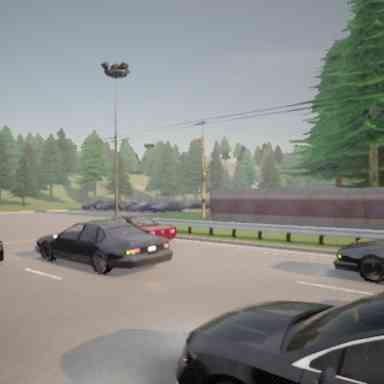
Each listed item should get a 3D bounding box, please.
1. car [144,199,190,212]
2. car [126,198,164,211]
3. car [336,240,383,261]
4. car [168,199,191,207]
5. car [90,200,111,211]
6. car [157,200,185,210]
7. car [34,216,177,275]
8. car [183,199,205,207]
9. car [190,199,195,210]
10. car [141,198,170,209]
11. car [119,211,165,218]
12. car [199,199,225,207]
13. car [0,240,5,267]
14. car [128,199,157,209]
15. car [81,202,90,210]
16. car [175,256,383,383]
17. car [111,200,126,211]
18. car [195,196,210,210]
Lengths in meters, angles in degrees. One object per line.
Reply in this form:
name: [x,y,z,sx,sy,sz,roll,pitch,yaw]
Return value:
car: [-3.048,1.900,41.676,2.033,1.411,5.357,-1,-1,39]
car: [-5.932,1.911,43.652,1.812,1.442,4.674,-1,-1,39]
car: [6.360,1.573,7.947,5.357,1.411,2.033,-1,-1,38]
car: [-2.378,2.134,64.755,1.895,1.301,4.718,-1,-1,39]
car: [-11.526,1.945,47.887,2.128,1.511,4.902,-1,-1,39]
car: [-3.280,2.005,52.550,1.994,1.385,4.181,-1,-1,39]
car: [-3.070,1.654,10.892,5.357,1.411,2.033,-1,-1,39]
car: [0.350,2.063,62.592,1.994,1.385,4.181,-1,-1,39]
car: [0.063,1.956,51.130,2.033,1.411,5.357,-1,-1,39]
car: [-5.961,1.827,54.801,2.097,1.767,4.553,-1,-1,39]
car: [-3.024,1.742,15.343,4.718,1.301,1.895,-1,-1,39]
car: [3.663,2.014,61.141,2.033,1.411,5.357,-1,-1,39]
car: [-7.318,1.615,9.816,4.902,1.511,2.128,-1,-1,39]
car: [-8.452,2.015,57.278,1.837,1.490,4.892,-1,-1,39]
car: [-14.335,1.992,49.977,1.837,1.490,4.892,-1,-1,39]
car: [2.040,1.512,2.438,4.892,1.490,1.837,-1,-1,38]
car: [-8.550,1.984,46.002,1.994,1.385,4.181,-1,-1,39]
car: [3.332,1.598,49.616,2.150,2.045,5.566,-1,-1,38]
